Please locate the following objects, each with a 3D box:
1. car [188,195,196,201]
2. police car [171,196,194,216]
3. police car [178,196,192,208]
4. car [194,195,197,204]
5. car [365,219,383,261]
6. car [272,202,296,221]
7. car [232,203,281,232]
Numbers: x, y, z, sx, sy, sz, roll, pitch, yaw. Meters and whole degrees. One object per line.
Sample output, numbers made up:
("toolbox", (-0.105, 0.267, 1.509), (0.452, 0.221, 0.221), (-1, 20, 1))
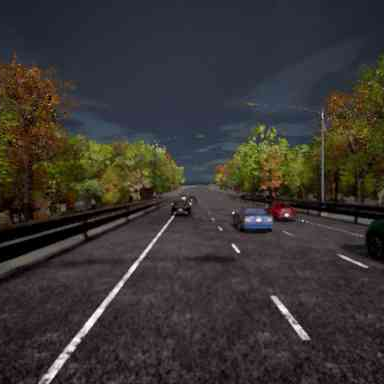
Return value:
("car", (0.029, 1.418, 82.760), (1.994, 1.385, 4.181), (0, 0, 0))
("police car", (-1.038, 1.461, 33.014), (1.930, 1.638, 5.238), (0, 0, 0))
("police car", (-1.033, 1.479, 49.020), (1.930, 1.638, 5.238), (0, 0, 0))
("car", (0.024, 1.543, 67.166), (1.837, 1.490, 4.892), (0, 0, 0))
("car", (7.105, 1.231, 9.218), (2.150, 2.045, 5.566), (0, 0, 0))
("car", (7.110, 1.555, 27.196), (1.812, 1.442, 4.674), (0, 0, 0))
("car", (3.608, 1.570, 20.432), (2.033, 1.411, 5.357), (0, 0, 0))
